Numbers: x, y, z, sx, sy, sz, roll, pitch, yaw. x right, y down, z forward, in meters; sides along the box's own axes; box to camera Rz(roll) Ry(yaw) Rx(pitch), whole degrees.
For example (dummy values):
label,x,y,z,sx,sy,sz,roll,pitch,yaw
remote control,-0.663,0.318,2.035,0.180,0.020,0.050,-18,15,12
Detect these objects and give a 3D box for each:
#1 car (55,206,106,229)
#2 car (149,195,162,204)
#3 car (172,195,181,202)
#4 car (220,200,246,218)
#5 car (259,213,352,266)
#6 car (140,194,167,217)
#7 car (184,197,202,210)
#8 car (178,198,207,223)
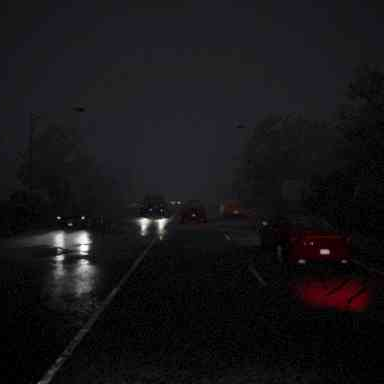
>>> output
label,x,y,z,sx,sy,sz,roll,pitch,yaw
car,-7.086,1.591,21.610,1.895,1.301,4.718,0,0,0
car,-6.978,1.452,63.274,1.882,1.535,5.008,0,0,1
car,-3.449,1.452,73.943,2.033,1.411,5.357,0,0,0
car,3.620,1.467,29.688,1.882,1.535,5.008,0,0,0
car,3.608,1.474,11.507,1.882,1.535,5.008,0,0,0
car,-3.576,1.209,31.817,2.150,2.045,5.566,0,0,0
car,0.129,1.476,42.901,2.128,1.511,4.902,0,0,0
car,0.117,1.468,25.435,1.882,1.535,5.008,0,0,0
